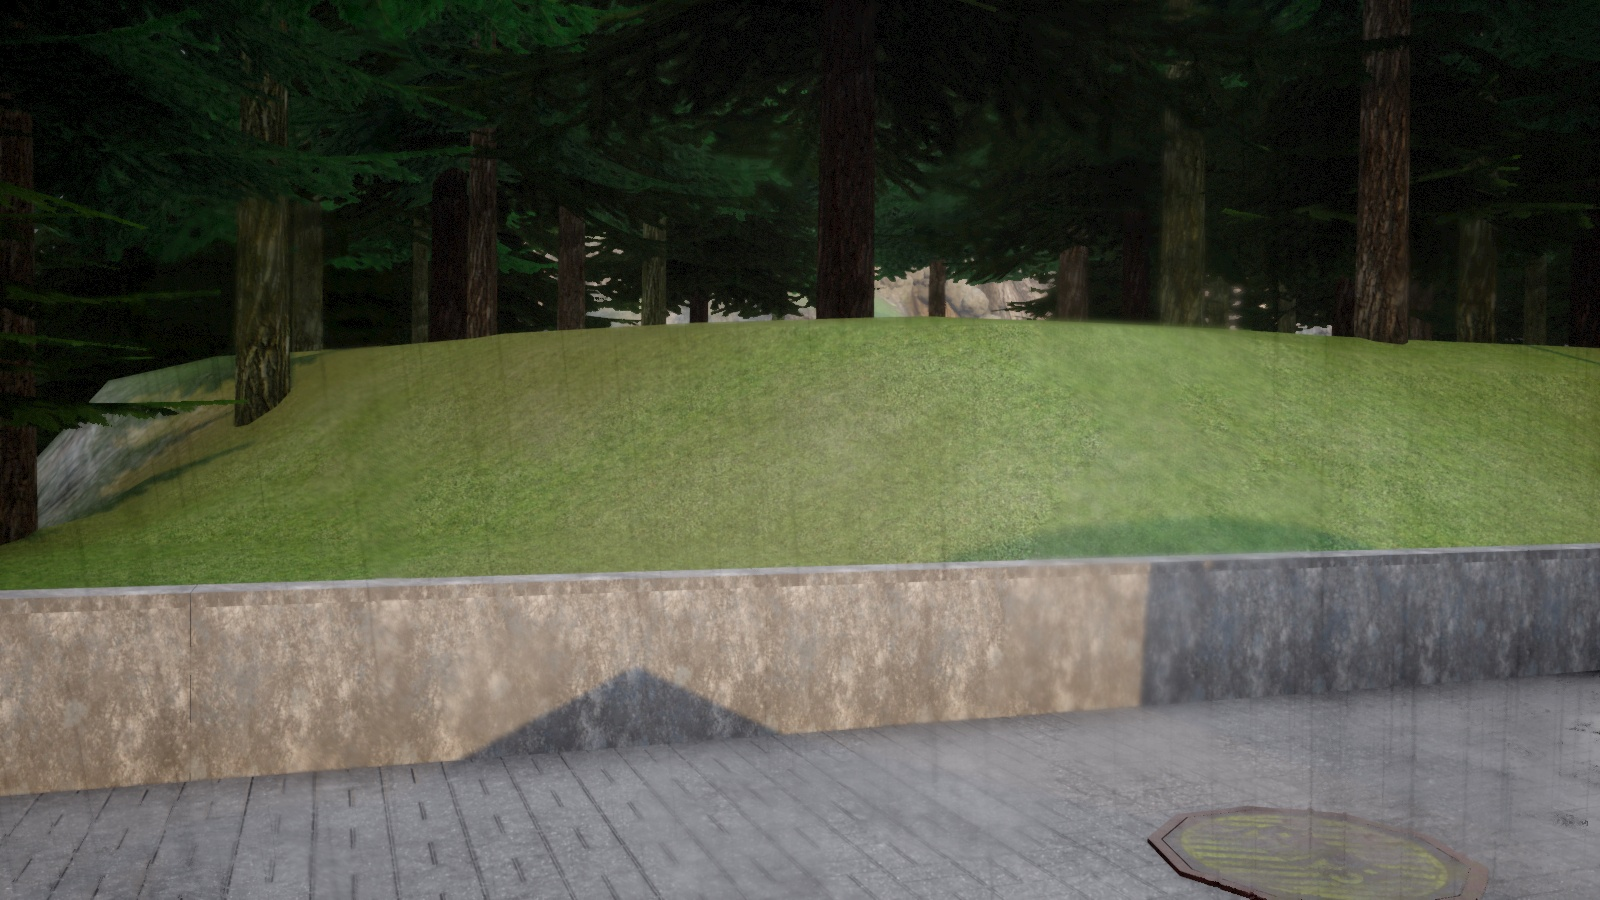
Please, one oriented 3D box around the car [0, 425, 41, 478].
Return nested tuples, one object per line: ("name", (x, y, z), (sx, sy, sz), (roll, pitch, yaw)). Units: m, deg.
("car", (-32.857, 0.081, 48.639), (5.566, 2.045, 2.150), (-1, 1, -20))
